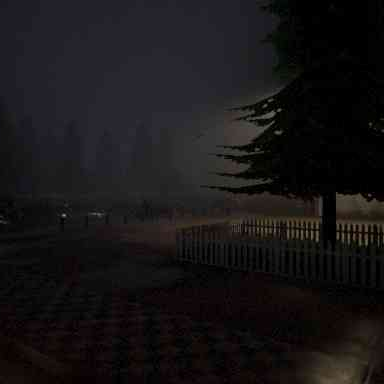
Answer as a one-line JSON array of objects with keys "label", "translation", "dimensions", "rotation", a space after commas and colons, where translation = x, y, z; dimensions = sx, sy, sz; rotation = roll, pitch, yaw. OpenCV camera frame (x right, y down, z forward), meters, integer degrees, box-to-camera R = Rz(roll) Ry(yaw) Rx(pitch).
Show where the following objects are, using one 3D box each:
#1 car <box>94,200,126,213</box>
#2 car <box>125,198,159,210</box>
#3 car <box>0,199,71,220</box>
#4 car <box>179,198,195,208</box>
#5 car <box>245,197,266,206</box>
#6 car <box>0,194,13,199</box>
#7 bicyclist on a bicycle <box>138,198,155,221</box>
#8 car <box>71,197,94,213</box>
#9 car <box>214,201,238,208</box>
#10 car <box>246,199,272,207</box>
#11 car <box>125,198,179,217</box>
[{"label": "car", "translation": [-7.817, 1.547, 37.015], "dimensions": [2.033, 1.411, 5.357], "rotation": [0, 0, 35]}, {"label": "car", "translation": [-6.605, 1.526, 44.741], "dimensions": [1.812, 1.442, 4.674], "rotation": [0, 0, 36]}, {"label": "car", "translation": [-13.661, 1.547, 28.817], "dimensions": [2.033, 1.411, 5.357], "rotation": [0, 0, 35]}, {"label": "car", "translation": [-1.650, 1.547, 45.645], "dimensions": [2.033, 1.411, 5.357], "rotation": [0, 0, 36]}, {"label": "car", "translation": [10.924, 1.564, 56.952], "dimensions": [1.994, 1.385, 4.181], "rotation": [0, 0, 35]}, {"label": "car", "translation": [-18.148, 1.222, 28.551], "dimensions": [2.150, 2.045, 5.566], "rotation": [0, 0, 35]}, {"label": "bicyclist on a bicycle", "translation": [-3.355, 1.302, 24.352], "dimensions": [1.656, 1.620, 0.582], "rotation": [0, 0, 35]}, {"label": "car", "translation": [-12.549, 1.352, 36.406], "dimensions": [2.097, 1.767, 4.553], "rotation": [0, 0, 36]}, {"label": "car", "translation": [4.975, 1.504, 48.601], "dimensions": [1.837, 1.490, 4.892], "rotation": [0, 0, 35]}, {"label": "car", "translation": [10.193, 1.547, 49.894], "dimensions": [2.033, 1.411, 5.357], "rotation": [0, 0, 35]}, {"label": "car", "translation": [-3.571, 1.525, 30.596], "dimensions": [1.812, 1.442, 4.674], "rotation": [0, 0, 35]}]
